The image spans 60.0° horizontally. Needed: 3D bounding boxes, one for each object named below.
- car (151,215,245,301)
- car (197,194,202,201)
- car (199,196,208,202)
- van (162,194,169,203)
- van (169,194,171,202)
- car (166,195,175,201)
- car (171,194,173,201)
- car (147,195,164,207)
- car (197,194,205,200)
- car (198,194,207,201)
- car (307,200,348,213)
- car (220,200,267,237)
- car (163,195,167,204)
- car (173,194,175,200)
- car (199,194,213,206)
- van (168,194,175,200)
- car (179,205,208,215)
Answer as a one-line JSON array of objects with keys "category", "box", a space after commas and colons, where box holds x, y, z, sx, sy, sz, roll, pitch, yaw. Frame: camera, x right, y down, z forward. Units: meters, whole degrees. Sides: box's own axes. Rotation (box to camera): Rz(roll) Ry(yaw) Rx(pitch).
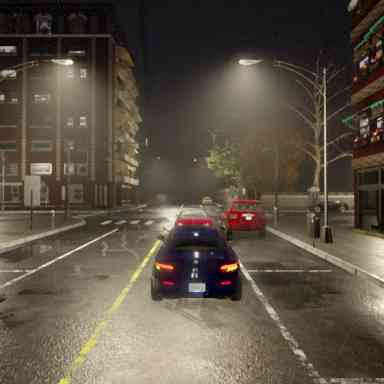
[{"category": "car", "box": [0.090, 1.528, 8.193, 1.812, 1.442, 4.674, 0, 0, 0]}, {"category": "car", "box": [2.606, 1.600, 72.770, 2.008, 1.369, 4.403, 1, 0, 0]}, {"category": "car", "box": [2.598, 1.622, 78.309, 1.947, 1.339, 4.313, 1, 0, 0]}, {"category": "van", "box": [-5.755, 1.380, 61.690, 1.690, 1.788, 3.998, 1, 0, 0]}, {"category": "van", "box": [-5.763, 1.385, 67.229, 1.690, 1.788, 3.998, 1, 0, 0]}, {"category": "car", "box": [-5.797, 1.620, 89.383, 2.008, 1.369, 4.403, 1, 0, 0]}, {"category": "car", "box": [-5.774, 1.632, 72.767, 1.802, 1.307, 4.206, 1, 0, 0]}, {"category": "car", "box": [-5.745, 1.611, 50.614, 1.802, 1.307, 4.206, 1, 0, 0]}, {"category": "car", "box": [2.580, 1.391, 94.923, 2.192, 1.841, 5.009, 1, 0, 0]}, {"category": "car", "box": [2.595, 1.377, 83.848, 2.192, 1.841, 5.009, 1, 0, 0]}, {"category": "car", "box": [15.163, 1.607, 37.176, 4.313, 1.339, 1.947, 0, -1, 0]}, {"category": "car", "box": [2.683, 1.322, 18.126, 2.192, 1.841, 5.009, 1, 0, 0]}, {"category": "car", "box": [-5.752, 1.616, 56.151, 1.802, 1.307, 4.206, 1, 0, 0]}, {"category": "car", "box": [-5.781, 1.606, 78.306, 2.008, 1.369, 4.403, 1, 0, 0]}, {"category": "car", "box": [2.628, 1.560, 56.327, 1.752, 1.417, 4.829, 1, 0, 0]}, {"category": "van", "box": [-5.800, 1.417, 94.922, 1.690, 1.788, 3.998, 1, 0, 0]}, {"category": "car", "box": [0.076, 1.608, 17.936, 1.895, 1.301, 4.718, 0, 0, 0]}]
